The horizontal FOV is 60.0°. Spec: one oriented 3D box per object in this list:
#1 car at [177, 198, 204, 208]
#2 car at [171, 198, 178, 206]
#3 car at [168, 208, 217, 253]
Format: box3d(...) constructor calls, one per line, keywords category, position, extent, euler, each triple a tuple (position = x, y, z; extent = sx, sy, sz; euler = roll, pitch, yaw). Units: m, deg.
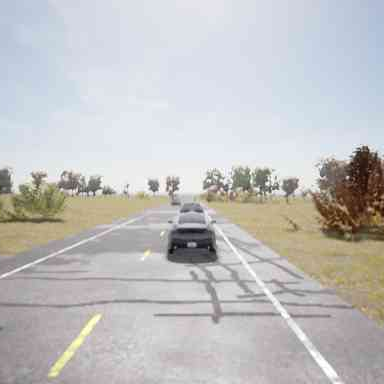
box3d(category="car", position=(0.009, 1.636, 29.085), extent=(2.097, 1.767, 4.553), euler=(0, -1, 0))
box3d(category="car", position=(-3.485, 2.070, 71.815), extent=(2.097, 1.767, 4.553), euler=(0, -1, 0))
box3d(category="car", position=(0.008, 1.647, 14.306), extent=(1.837, 1.490, 4.892), euler=(0, 0, 0))
